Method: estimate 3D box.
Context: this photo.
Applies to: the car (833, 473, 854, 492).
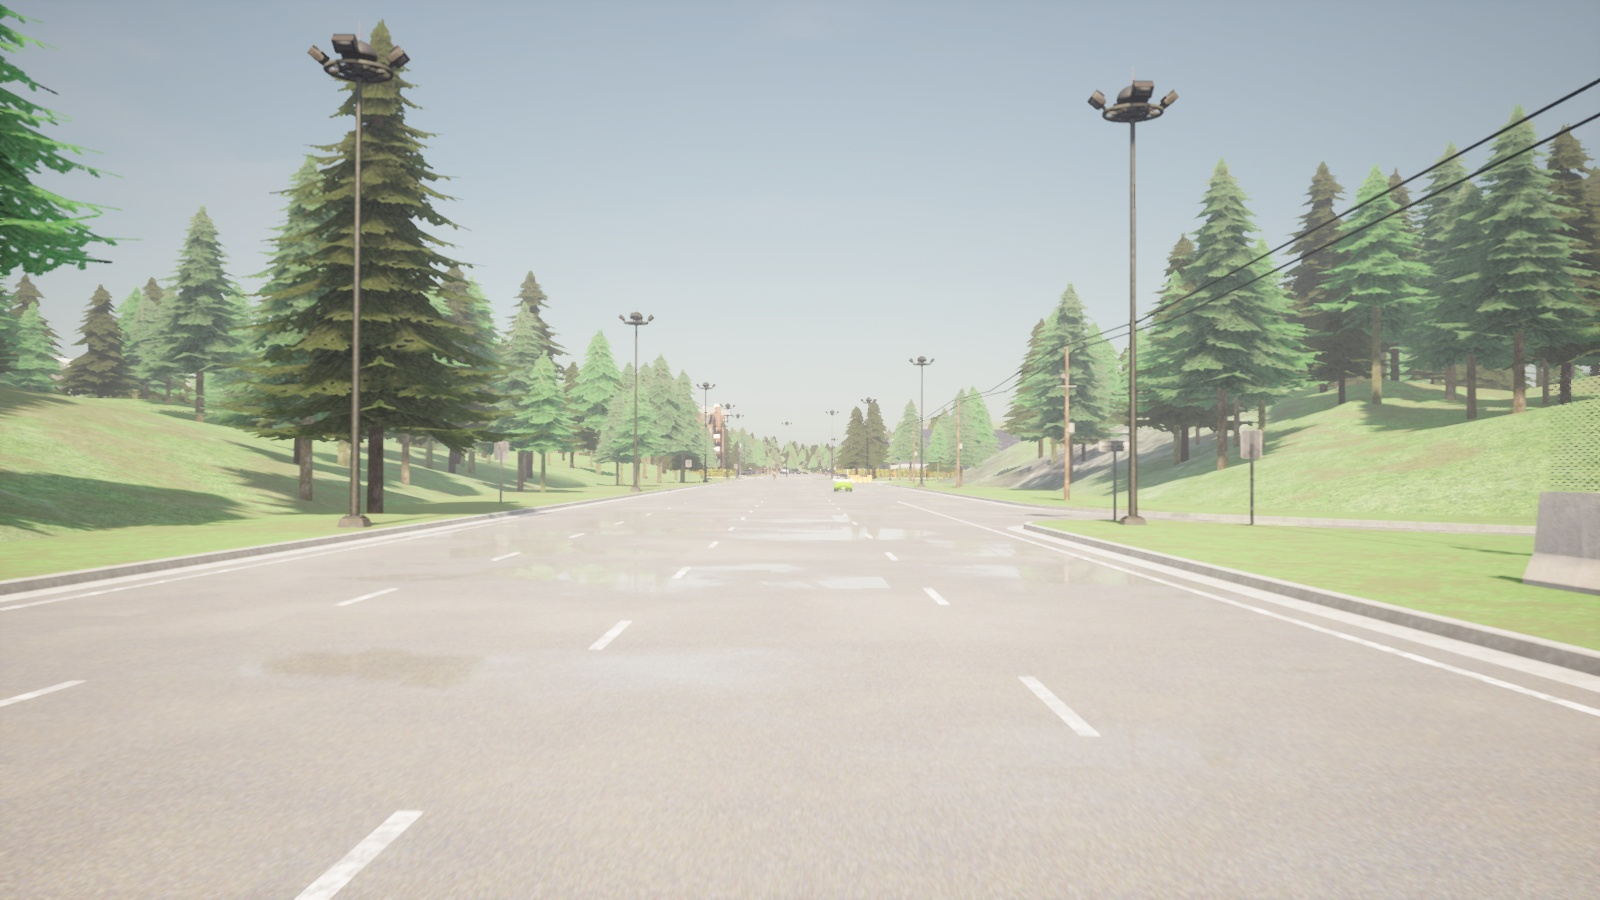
[{"bbox_3d":[3.271,2.440,94.628,1.481,1.376,2.207,0,-1,0],"label":"car"}]
